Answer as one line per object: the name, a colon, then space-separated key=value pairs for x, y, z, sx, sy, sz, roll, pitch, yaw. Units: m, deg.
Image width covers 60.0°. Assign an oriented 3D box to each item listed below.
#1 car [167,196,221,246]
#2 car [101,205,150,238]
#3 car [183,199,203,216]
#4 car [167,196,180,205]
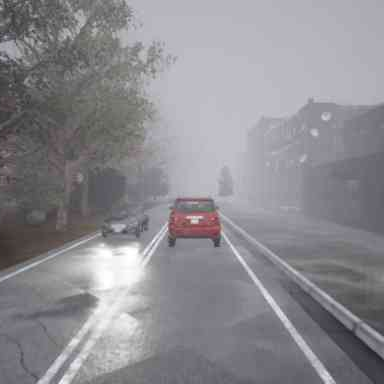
car: x=0.099 y=1.208 z=15.377 sx=2.150 sy=2.045 sz=5.566 roll=0 pitch=0 yaw=0
car: x=-3.351 y=1.476 z=17.508 sx=2.128 sy=1.511 sz=4.902 roll=0 pitch=0 yaw=0
car: x=0.097 y=1.487 z=33.379 sx=1.812 sy=1.442 sz=4.674 roll=0 pitch=0 yaw=0
car: x=-3.318 y=1.514 z=59.278 sx=1.994 sy=1.385 sz=4.181 roll=0 pitch=0 yaw=0
